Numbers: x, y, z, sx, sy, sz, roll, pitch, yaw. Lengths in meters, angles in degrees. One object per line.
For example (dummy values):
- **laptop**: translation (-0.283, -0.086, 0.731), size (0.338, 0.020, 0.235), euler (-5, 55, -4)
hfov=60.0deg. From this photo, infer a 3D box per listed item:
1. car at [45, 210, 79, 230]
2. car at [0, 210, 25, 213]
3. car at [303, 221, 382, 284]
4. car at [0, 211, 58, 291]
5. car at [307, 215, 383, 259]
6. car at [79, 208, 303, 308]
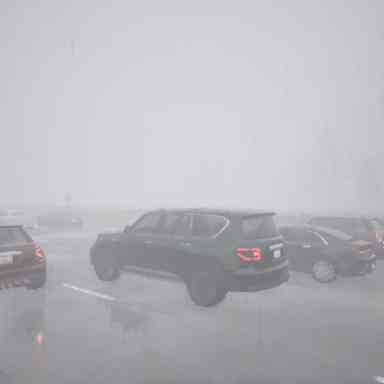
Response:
- **car**: translation (-10.086, 2.038, 25.235), size (4.181, 1.385, 1.994), euler (0, -2, 38)
- **car**: translation (-12.457, 1.921, 22.632), size (4.674, 1.442, 1.812), euler (0, -2, 38)
- **car**: translation (2.999, 1.771, 10.528), size (4.892, 1.490, 1.837), euler (0, -2, 38)
- **car**: translation (-5.679, 1.495, 8.446), size (4.553, 1.767, 2.097), euler (0, -2, 38)
- **car**: translation (5.265, 1.698, 13.201), size (4.553, 1.767, 2.097), euler (0, -2, 38)
- **car**: translation (-0.315, 1.418, 8.687), size (5.566, 2.045, 2.150), euler (0, -2, 38)
